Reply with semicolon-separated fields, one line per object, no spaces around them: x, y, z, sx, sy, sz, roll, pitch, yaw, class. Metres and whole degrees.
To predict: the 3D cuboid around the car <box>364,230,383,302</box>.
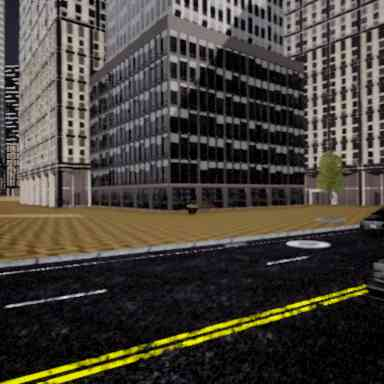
5.802;1.533;6.870;5.357;1.411;2.033;0;0;-33;car

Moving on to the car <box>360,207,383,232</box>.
11.324;1.519;18.644;4.674;1.442;1.812;0;0;-35;car
